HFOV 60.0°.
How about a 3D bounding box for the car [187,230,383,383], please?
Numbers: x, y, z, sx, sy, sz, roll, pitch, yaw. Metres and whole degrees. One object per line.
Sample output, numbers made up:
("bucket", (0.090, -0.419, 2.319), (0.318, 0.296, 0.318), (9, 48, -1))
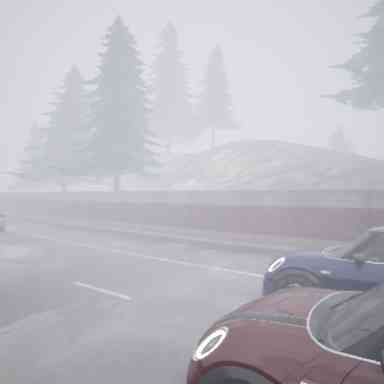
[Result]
("car", (2.152, 1.362, 2.557), (4.553, 1.767, 2.097), (0, 0, 35))

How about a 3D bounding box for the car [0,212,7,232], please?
("car", (-12.730, 1.561, 19.895), (5.008, 1.535, 1.882), (0, 0, 45))

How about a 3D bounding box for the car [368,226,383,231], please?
("car", (3.583, 1.376, 5.845), (4.553, 1.767, 2.097), (0, 0, 36))
